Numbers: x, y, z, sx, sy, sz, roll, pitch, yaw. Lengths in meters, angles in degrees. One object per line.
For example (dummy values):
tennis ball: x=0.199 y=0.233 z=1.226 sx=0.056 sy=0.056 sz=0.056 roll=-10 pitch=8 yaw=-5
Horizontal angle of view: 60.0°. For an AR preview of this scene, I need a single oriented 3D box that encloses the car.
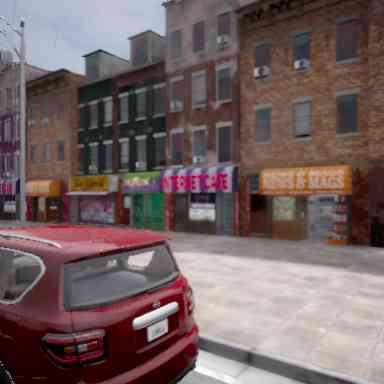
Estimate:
car: x=-2.255 y=1.359 z=4.413 sx=5.009 sy=1.841 sz=2.192 roll=-1 pitch=0 yaw=35
